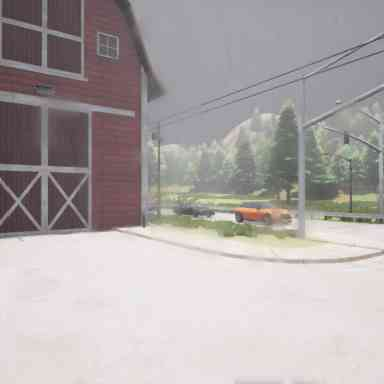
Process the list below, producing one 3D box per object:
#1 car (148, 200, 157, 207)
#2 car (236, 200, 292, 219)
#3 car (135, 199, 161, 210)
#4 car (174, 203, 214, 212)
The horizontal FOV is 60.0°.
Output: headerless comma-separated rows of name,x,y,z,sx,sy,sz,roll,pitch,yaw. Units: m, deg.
car,-5.560,1.841,41.674,1.994,1.385,4.181,0,0,-35
car,5.438,1.526,25.599,2.097,1.767,4.553,0,0,-34
car,-6.605,1.849,49.579,1.812,1.442,4.674,0,0,-34
car,0.060,1.771,33.457,2.033,1.411,5.357,0,0,-34
